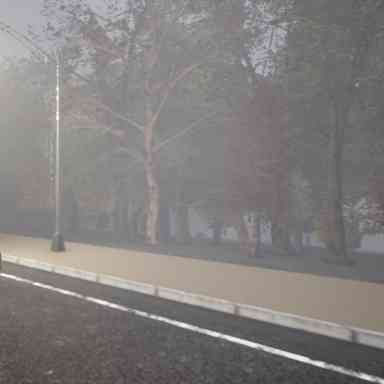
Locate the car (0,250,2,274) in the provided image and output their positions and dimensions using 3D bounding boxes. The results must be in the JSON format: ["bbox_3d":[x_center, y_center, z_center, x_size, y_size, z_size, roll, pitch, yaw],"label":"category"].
[{"bbox_3d":[-6.731,1.567,8.489,4.902,1.511,2.128,0,0,36],"label":"car"}]
